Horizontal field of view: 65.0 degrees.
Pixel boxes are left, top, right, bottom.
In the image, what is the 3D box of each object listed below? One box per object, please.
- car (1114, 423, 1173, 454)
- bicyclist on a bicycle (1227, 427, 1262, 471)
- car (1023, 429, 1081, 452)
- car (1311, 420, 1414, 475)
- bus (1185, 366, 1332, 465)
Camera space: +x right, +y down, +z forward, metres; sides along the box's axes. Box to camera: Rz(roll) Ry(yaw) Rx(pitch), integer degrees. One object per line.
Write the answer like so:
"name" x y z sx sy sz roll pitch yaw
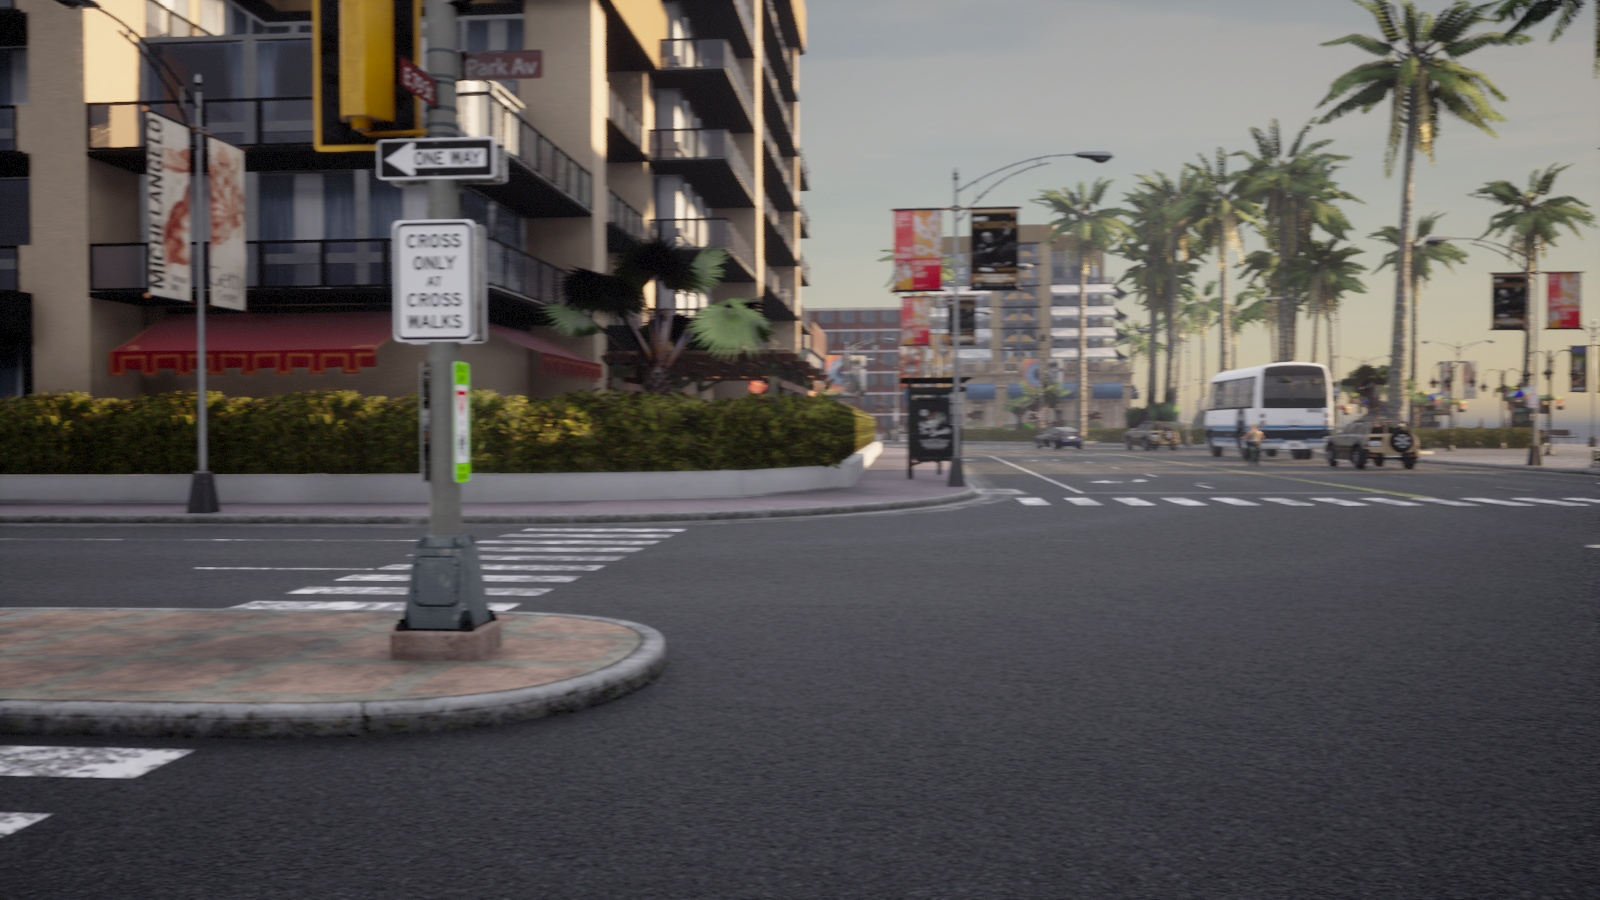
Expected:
"car" 21.245 -0.725 77.807 1.932 1.855 4.605 0 1 -6
"bicyclist on a bicycle" 16.765 -0.060 47.399 0.866 1.612 1.509 0 1 5
"car" 16.727 -0.662 83.648 2.163 1.488 4.792 0 1 -11
"car" 20.071 -0.126 45.025 1.932 1.855 4.605 0 1 5
"bus" 21.356 -1.579 59.332 3.944 4.253 10.273 0 1 5
